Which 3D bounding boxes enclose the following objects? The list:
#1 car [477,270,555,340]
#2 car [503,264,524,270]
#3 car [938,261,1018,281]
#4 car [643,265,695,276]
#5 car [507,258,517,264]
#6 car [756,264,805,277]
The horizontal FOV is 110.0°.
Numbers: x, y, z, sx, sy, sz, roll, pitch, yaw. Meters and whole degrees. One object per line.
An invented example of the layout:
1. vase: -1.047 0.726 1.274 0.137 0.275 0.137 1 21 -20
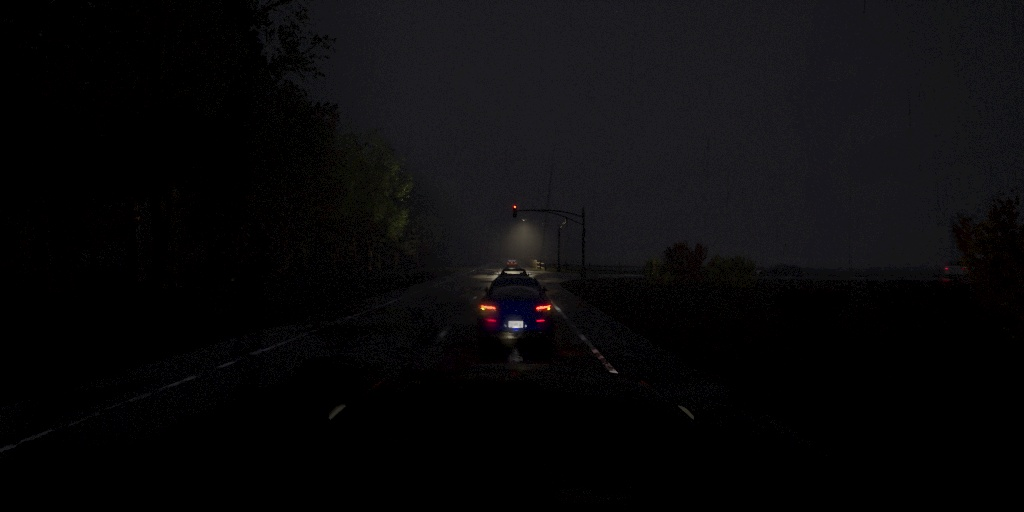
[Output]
1. car: 0.097 1.278 9.873 1.812 1.442 4.674 0 0 0
2. car: 0.091 1.319 18.628 1.994 1.385 4.181 0 0 0
3. car: 48.533 1.500 37.181 5.566 2.045 2.150 1 -1 0
4. car: 17.855 1.551 40.920 5.357 1.411 2.033 1 -1 1
5. car: 0.017 1.304 62.093 2.033 1.411 5.357 0 0 1
6. car: 30.469 1.633 40.846 4.902 1.511 2.128 1 -1 0
